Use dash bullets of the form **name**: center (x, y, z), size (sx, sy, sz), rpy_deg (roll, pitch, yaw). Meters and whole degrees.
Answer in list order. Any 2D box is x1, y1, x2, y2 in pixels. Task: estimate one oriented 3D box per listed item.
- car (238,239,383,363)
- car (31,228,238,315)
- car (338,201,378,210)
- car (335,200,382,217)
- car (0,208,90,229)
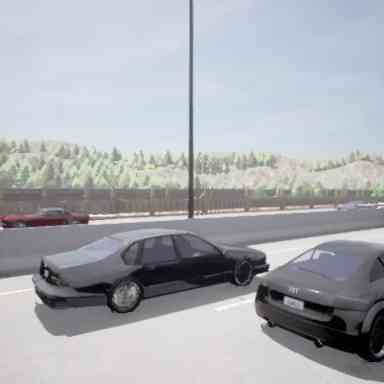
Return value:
- **car**: center (3.097, 1.572, 5.955), size (4.181, 1.385, 1.994), rpy_deg (0, 0, -35)
- **car**: center (-0.638, 1.553, 7.590), size (5.357, 1.411, 2.033), rpy_deg (0, 0, -35)
- **car**: center (13.409, 1.638, 26.629), size (4.718, 1.301, 1.895), rpy_deg (0, 0, -37)
- **car**: center (16.798, 1.594, 33.525), size (5.357, 1.411, 2.033), rpy_deg (0, 0, -37)
- **car**: center (-8.541, 1.607, 19.395), size (4.718, 1.301, 1.895), rpy_deg (0, 0, -35)
